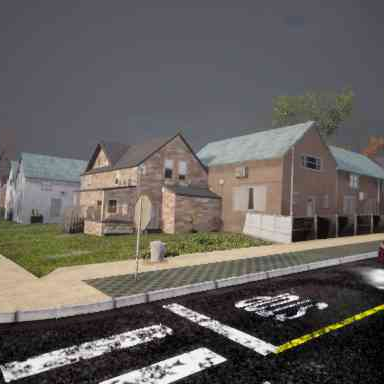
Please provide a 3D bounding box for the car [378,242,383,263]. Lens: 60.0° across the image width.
[{"bbox_3d":[6.011,1.737,6.818,5.357,1.411,2.033,2,-2,-37],"label":"car"}]
